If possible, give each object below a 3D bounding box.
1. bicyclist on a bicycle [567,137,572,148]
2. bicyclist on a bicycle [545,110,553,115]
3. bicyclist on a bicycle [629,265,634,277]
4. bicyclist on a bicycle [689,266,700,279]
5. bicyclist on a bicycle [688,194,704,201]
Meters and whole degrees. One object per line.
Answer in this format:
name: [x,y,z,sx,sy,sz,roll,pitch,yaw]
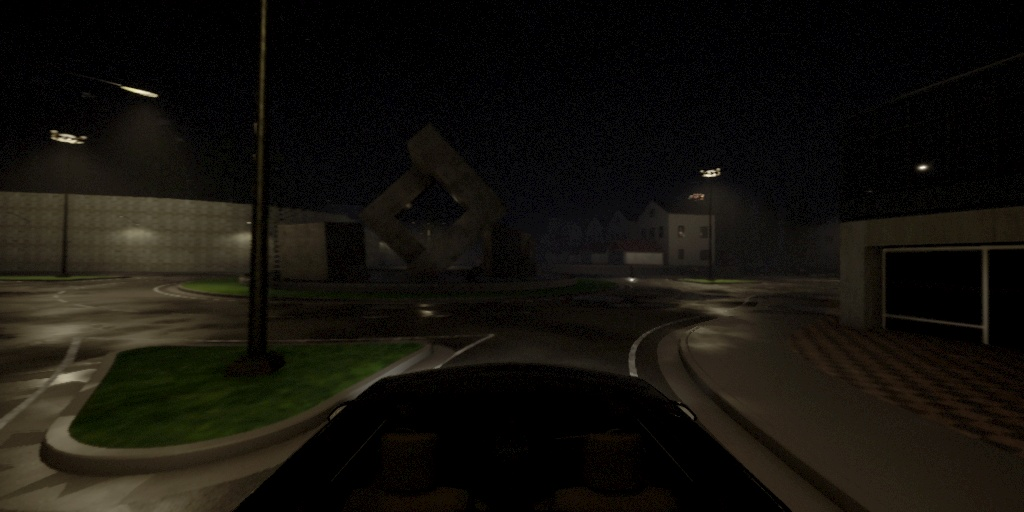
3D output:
bicyclist on a bicycle: [9.127,-18.147,57.022,0.582,1.620,1.656,16,-7,17]
bicyclist on a bicycle: [5.222,-20.447,51.178,1.620,0.582,1.656,-5,17,-36]
bicyclist on a bicycle: [15.760,2.015,47.272,0.582,1.620,1.656,0,-1,32]
bicyclist on a bicycle: [20.699,1.977,40.718,0.582,1.620,1.656,2,-9,-18]
bicyclist on a bicycle: [20.566,-6.478,39.663,1.656,0.582,1.620,-23,30,-17]
